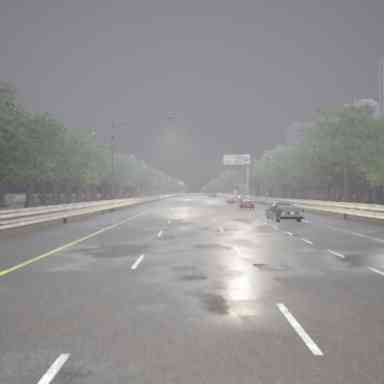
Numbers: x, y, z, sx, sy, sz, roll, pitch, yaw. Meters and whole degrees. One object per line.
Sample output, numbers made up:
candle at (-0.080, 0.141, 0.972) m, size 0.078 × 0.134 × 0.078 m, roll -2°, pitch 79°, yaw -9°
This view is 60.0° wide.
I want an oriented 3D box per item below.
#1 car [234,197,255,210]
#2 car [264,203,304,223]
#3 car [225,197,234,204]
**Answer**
car at (7.117, 1.544, 44.169) m, size 1.812 × 1.442 × 4.674 m, roll 0°, pitch 0°, yaw 0°
car at (7.043, 1.555, 25.824) m, size 2.033 × 1.411 × 5.357 m, roll 0°, pitch 0°, yaw 0°
car at (7.227, 1.604, 62.552) m, size 1.895 × 1.301 × 4.718 m, roll 0°, pitch 0°, yaw 0°
